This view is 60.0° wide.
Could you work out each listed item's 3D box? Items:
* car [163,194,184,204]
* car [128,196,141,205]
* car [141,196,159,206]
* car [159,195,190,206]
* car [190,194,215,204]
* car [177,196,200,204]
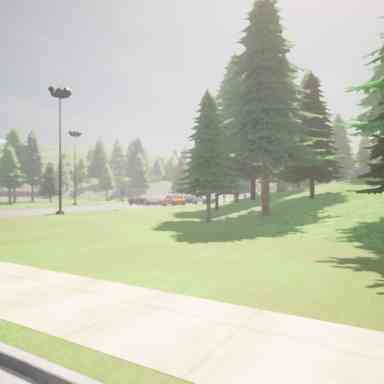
[{"bbox_3d":[-3.684,1.366,66.966,2.097,1.767,4.553,0,0,31],"label":"car"},{"bbox_3d":[-9.034,1.506,58.111,2.128,1.511,4.902,0,0,32],"label":"car"},{"bbox_3d":[-6.018,1.614,56.329,1.895,1.301,4.718,0,0,32],"label":"car"},{"bbox_3d":[-2.818,1.363,54.848,2.097,1.767,4.553,0,0,32],"label":"car"},{"bbox_3d":[2.321,1.231,63.369,2.150,2.045,5.566,0,0,31],"label":"car"},{"bbox_3d":[-0.682,1.559,65.167,2.033,1.411,5.357,0,0,31],"label":"car"}]
